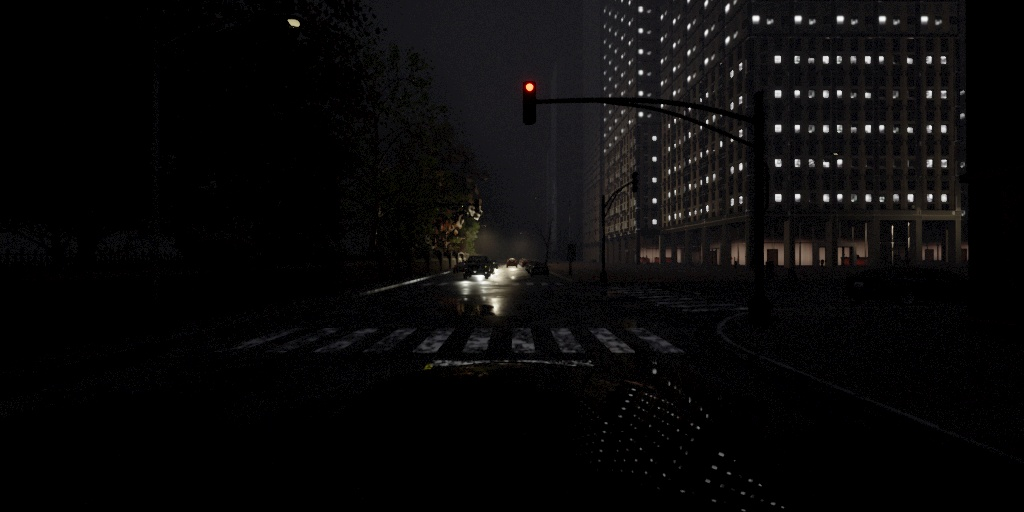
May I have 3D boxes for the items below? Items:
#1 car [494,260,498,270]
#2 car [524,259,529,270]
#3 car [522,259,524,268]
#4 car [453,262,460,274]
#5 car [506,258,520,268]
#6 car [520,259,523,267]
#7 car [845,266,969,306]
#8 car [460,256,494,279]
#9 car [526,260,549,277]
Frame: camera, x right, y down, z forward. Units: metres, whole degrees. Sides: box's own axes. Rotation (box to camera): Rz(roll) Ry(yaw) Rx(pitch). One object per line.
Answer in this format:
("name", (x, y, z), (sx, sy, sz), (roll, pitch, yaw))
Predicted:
("car", (-3.102, 1.261, 43.122), (2.128, 1.511, 4.902), (0, 0, 0))
("car", (2.687, 1.334, 41.248), (1.948, 1.339, 4.313), (0, 0, 0))
("car", (2.687, 1.339, 46.880), (1.948, 1.339, 4.313), (0, 0, 0))
("car", (-5.693, 1.350, 41.247), (1.802, 1.307, 4.207), (0, 0, 0))
("car", (-0.003, 1.268, 62.068), (1.882, 1.535, 5.008), (0, 0, 0))
("car", (2.687, 1.337, 63.778), (1.888, 1.381, 4.507), (0, 0, 0))
("car", (14.684, 1.026, 13.033), (4.313, 1.339, 1.948), (0, 0, 0))
("car", (-3.103, 0.984, 32.821), (2.150, 2.045, 5.566), (0, 0, 0))
("car", (2.687, 1.330, 35.615), (1.948, 1.339, 4.313), (0, 0, 0))
